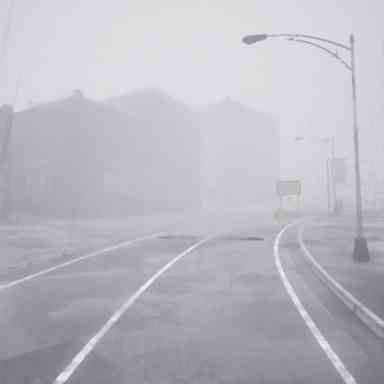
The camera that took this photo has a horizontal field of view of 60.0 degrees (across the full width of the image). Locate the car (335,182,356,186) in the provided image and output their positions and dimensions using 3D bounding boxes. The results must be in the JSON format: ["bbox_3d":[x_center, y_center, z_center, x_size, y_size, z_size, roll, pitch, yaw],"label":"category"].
[{"bbox_3d":[37.882,-1.785,83.899,4.892,1.521,2.231,0,-5,-2],"label":"car"}]

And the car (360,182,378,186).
[{"bbox_3d":[43.424,-1.721,84.155,4.674,1.452,2.002,0,-5,-3],"label":"car"}]

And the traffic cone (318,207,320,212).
[{"bbox_3d":[16.572,2.287,43.552,0.340,0.580,0.340,-5,-3,39],"label":"traffic cone"}]

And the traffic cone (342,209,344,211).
[{"bbox_3d":[18.906,2.099,41.689,0.340,0.580,0.340,-5,-3,39],"label":"traffic cone"}]

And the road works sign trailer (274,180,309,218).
[{"bbox_3d":[9.557,0.648,32.440,2.380,3.560,2.880,-2,-1,40],"label":"road works sign trailer"}]

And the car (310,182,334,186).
[{"bbox_3d":[32.364,-1.783,83.743,4.892,1.521,2.231,0,-5,-2],"label":"car"}]

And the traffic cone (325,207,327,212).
[{"bbox_3d":[17.350,2.225,42.931,0.340,0.580,0.340,-5,-3,39],"label":"traffic cone"}]
